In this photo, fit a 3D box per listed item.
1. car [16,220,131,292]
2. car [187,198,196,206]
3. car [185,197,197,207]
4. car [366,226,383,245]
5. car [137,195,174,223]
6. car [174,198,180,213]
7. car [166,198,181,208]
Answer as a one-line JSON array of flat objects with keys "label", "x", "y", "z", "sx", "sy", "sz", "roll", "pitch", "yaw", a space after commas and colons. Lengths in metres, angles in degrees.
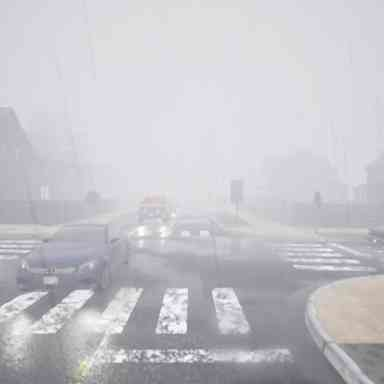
[{"label": "car", "x": -2.863, "y": 1.540, "z": 9.064, "sx": 1.812, "sy": 1.442, "sz": 4.674, "roll": 0, "pitch": 0, "yaw": 0}, {"label": "car", "x": -0.120, "y": 1.868, "z": 66.155, "sx": 1.837, "sy": 1.490, "sz": 4.892, "roll": 0, "pitch": -1, "yaw": 0}, {"label": "car", "x": -0.101, "y": 1.831, "z": 56.146, "sx": 1.994, "sy": 1.385, "sz": 4.181, "roll": 0, "pitch": -1, "yaw": 0}, {"label": "car", "x": 10.333, "y": 1.705, "z": 13.889, "sx": 5.357, "sy": 1.411, "sz": 2.033, "roll": 1, "pitch": 1, "yaw": 2}, {"label": "car", "x": -2.896, "y": 1.286, "z": 26.445, "sx": 2.150, "sy": 2.045, "sz": 5.566, "roll": 0, "pitch": 0, "yaw": 0}, {"label": "car", "x": -2.912, "y": 1.484, "z": 39.611, "sx": 2.097, "sy": 1.767, "sz": 4.553, "roll": 0, "pitch": 0, "yaw": 0}, {"label": "car", "x": -2.909, "y": 1.724, "z": 52.517, "sx": 2.128, "sy": 1.511, "sz": 4.902, "roll": 0, "pitch": 0, "yaw": 0}]
